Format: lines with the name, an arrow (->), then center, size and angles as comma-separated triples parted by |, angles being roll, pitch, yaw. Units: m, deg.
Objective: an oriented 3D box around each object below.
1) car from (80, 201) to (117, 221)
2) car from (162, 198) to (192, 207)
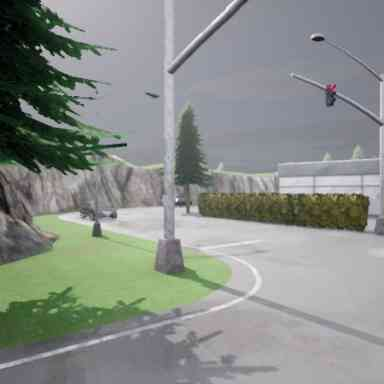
car -> -7.618, 1.477, 26.890 | 2.128, 1.511, 4.902 | 0, 0, -33
car -> -2.322, 1.562, 47.990 | 4.718, 1.301, 1.895 | 0, 0, -42
